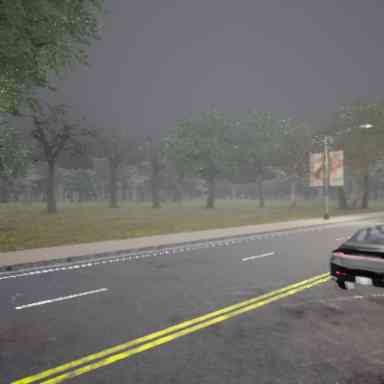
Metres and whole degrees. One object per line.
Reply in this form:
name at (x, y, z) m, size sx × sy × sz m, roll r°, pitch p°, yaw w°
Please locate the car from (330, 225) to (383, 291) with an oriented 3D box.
car at (5.212, 1.554, 8.249) m, size 4.902 × 1.511 × 2.128 m, roll 0°, pitch -1°, yaw -42°
